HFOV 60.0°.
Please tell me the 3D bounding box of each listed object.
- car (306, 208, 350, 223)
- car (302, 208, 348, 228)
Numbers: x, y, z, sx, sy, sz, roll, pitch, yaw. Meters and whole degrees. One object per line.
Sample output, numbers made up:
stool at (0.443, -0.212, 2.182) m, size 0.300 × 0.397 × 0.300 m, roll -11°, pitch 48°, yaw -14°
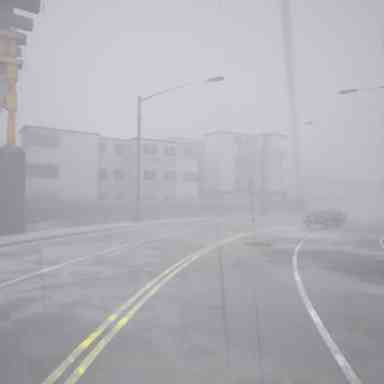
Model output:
car at (14.863, 2.491, 36.236) m, size 5.357 × 1.411 × 2.033 m, roll 2°, pitch -1°, yaw -37°
car at (11.094, 2.211, 27.821) m, size 2.033 × 1.411 × 5.357 m, roll 0°, pitch -2°, yaw 42°
